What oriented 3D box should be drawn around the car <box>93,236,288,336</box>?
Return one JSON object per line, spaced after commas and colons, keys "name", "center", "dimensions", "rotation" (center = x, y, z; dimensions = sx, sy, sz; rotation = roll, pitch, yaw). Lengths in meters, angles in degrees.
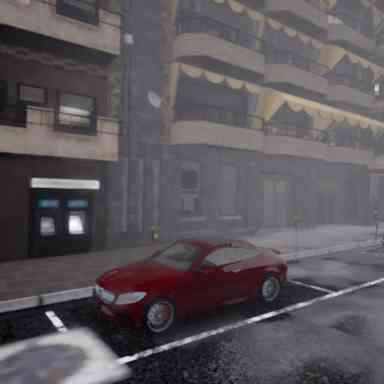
{"name": "car", "center": [0.183, 1.591, 6.670], "dimensions": [4.206, 1.307, 1.802], "rotation": [0, 1, -35]}
